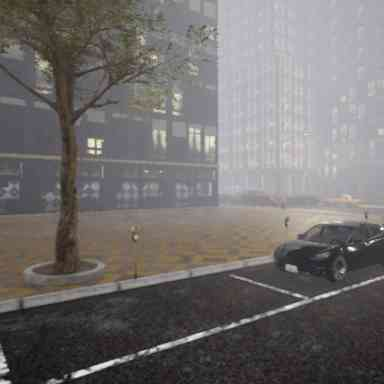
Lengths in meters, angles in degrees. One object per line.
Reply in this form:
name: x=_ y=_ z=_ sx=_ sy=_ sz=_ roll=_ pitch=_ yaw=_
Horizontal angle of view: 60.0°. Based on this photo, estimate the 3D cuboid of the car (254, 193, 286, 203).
car: x=11.264 y=0.845 z=48.255 sx=1.802 sy=1.307 sz=4.206 roll=1 pitch=1 yaw=-36

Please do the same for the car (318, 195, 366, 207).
car: x=17.863 y=0.994 z=39.372 sx=1.752 sy=1.417 sz=4.829 roll=1 pitch=1 yaw=-36

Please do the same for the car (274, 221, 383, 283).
car: x=4.268 y=1.534 z=9.605 sx=4.313 sy=1.339 sz=1.947 roll=0 pitch=0 yaw=-35

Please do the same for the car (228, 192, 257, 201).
car: x=7.948 y=0.724 z=52.793 sx=1.947 sy=1.339 sz=4.313 roll=1 pitch=1 yaw=-36

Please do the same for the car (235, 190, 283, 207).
car: x=7.822 y=0.739 z=38.766 sx=2.192 sy=1.841 sz=5.009 roll=1 pitch=1 yaw=-36

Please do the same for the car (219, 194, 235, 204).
car: x=4.502 y=0.885 z=43.306 sx=1.947 sy=1.339 sz=4.313 roll=1 pitch=1 yaw=-36

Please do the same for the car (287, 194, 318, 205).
car: x=14.579 y=0.934 z=43.718 sx=1.947 sy=1.339 sz=4.313 roll=1 pitch=1 yaw=-36
